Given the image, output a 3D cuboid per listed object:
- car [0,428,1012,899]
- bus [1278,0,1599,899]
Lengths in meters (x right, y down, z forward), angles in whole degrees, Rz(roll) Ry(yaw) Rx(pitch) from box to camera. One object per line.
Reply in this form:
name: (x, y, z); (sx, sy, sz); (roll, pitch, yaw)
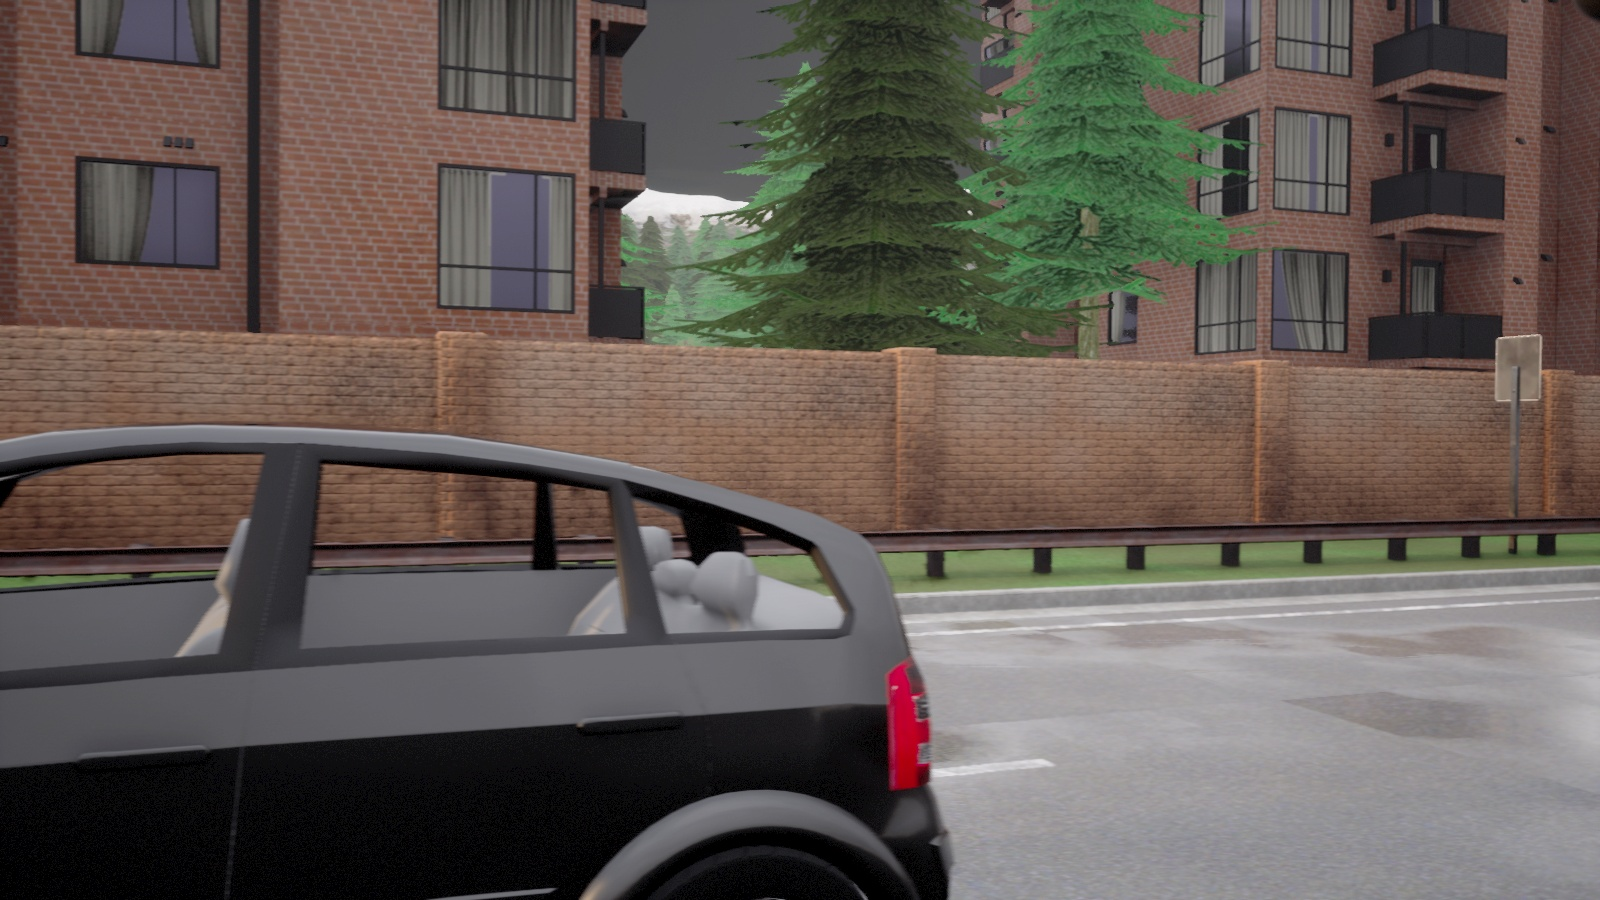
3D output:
car: (-1.586, 0.746, 2.948); (3.705, 1.549, 1.789); (-1, 1, -20)
bus: (6.345, -0.695, 2.144); (10.273, 4.253, 3.944); (-2, 1, -20)
